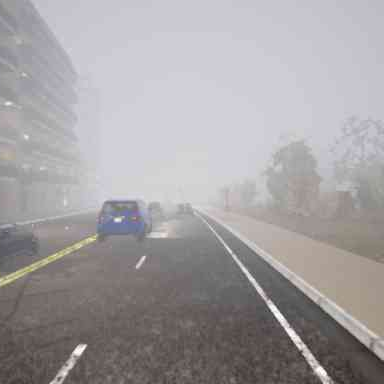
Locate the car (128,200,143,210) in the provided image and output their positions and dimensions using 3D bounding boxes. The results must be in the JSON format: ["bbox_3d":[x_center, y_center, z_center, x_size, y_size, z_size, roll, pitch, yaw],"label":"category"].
[{"bbox_3d":[-8.834,2.006,52.629,1.895,1.301,4.718,0,0,-5],"label":"car"}]

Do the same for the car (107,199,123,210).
[{"bbox_3d":[-12.080,1.938,52.354,1.812,1.442,4.674,0,0,-5],"label":"car"}]

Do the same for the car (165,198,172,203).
[{"bbox_3d":[-5.959,2.105,82.492,1.812,1.442,4.674,0,0,-9],"label":"car"}]

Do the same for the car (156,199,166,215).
[{"bbox_3d":[-4.304,1.819,38.441,1.812,1.442,4.674,0,0,-4],"label":"car"}]

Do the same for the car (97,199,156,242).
[{"bbox_3d":[-3.364,1.364,17.453,2.150,2.045,5.566,0,0,-1],"label":"car"}]

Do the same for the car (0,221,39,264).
[{"bbox_3d":[-6.699,1.664,10.806,1.994,1.385,4.181,0,0,-1],"label":"car"}]

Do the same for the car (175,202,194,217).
[{"bbox_3d":[-0.834,1.809,35.261,2.033,1.411,5.357,0,0,-3],"label":"car"}]
